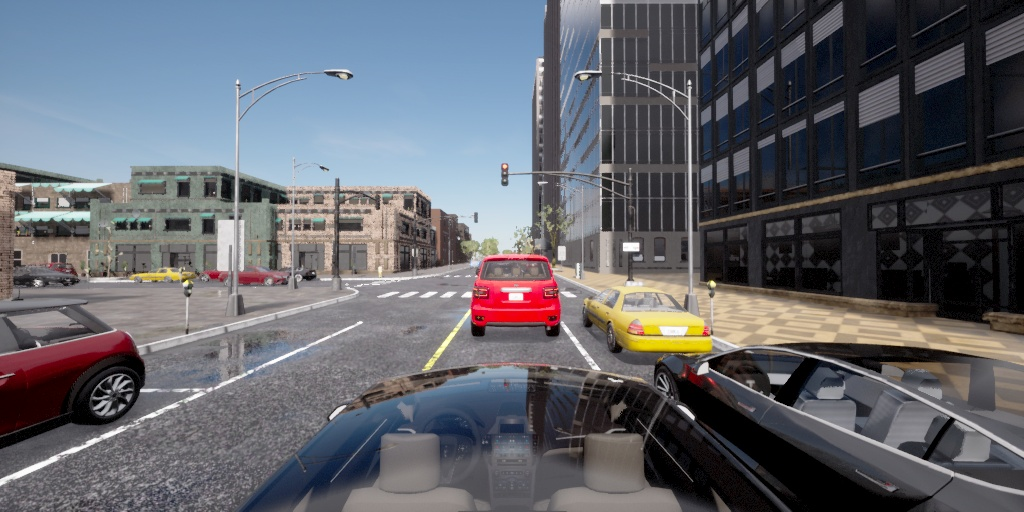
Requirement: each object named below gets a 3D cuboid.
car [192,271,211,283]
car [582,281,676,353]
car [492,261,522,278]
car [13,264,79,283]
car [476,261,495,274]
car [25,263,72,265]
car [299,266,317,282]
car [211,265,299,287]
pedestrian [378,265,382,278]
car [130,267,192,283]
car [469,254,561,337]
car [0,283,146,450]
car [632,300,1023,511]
[{"bbox_3d":[-25.017,1.489,31.509,4.097,1.591,1.967,0,0,1],"label":"car"},{"bbox_3d":[2.815,1.277,8.589,1.751,1.417,4.829,0,0,0],"label":"car"},{"bbox_3d":[-0.401,1.267,35.322,1.837,1.490,4.892,2,0,13],"label":"car"},{"bbox_3d":[-34.378,1.553,25.833,4.892,1.490,1.837,-1,-1,1],"label":"car"},{"bbox_3d":[-3.182,1.313,43.973,2.033,1.411,5.357,0,0,0],"label":"car"},{"bbox_3d":[-41.661,1.522,31.688,5.009,1.841,2.192,0,0,1],"label":"car"},{"bbox_3d":[-19.470,1.562,31.448,4.313,1.339,1.948,0,0,1],"label":"car"},{"bbox_3d":[-18.308,1.419,25.651,4.674,1.442,1.812,0,-1,1],"label":"car"},{"bbox_3d":[-12.608,1.399,34.328,0.375,1.300,0.375,0,0,1],"label":"pedestrian"},{"bbox_3d":[-30.735,1.627,31.570,4.829,1.417,1.751,0,0,1],"label":"car"},{"bbox_3d":[0.083,0.975,10.465,2.150,2.045,5.566,0,0,0],"label":"car"},{"bbox_3d":[-5.692,1.190,2.814,1.967,1.591,4.097,0,0,0],"label":"car"},{"bbox_3d":[2.656,1.316,2.776,1.948,1.339,4.313,0,0,0],"label":"car"}]
